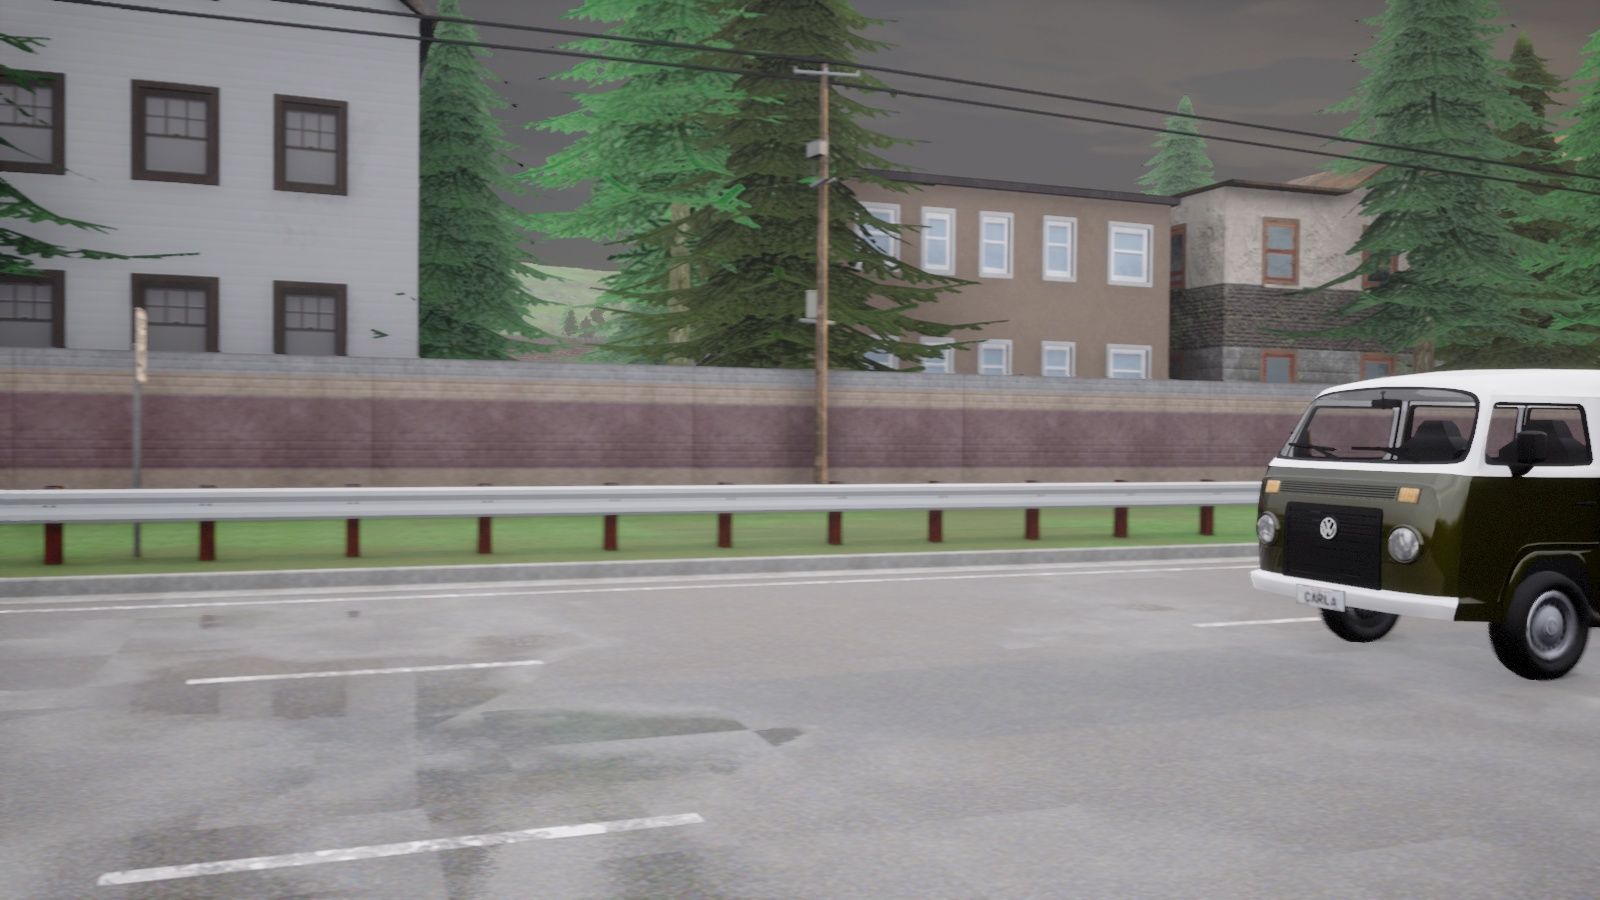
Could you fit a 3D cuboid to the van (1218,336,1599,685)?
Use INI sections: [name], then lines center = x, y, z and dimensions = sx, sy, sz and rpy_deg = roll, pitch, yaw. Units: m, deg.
[van]
center = 5.548, 0.307, 9.085
dimensions = 4.480, 2.038, 2.069
rpy_deg = -1, 1, -21
